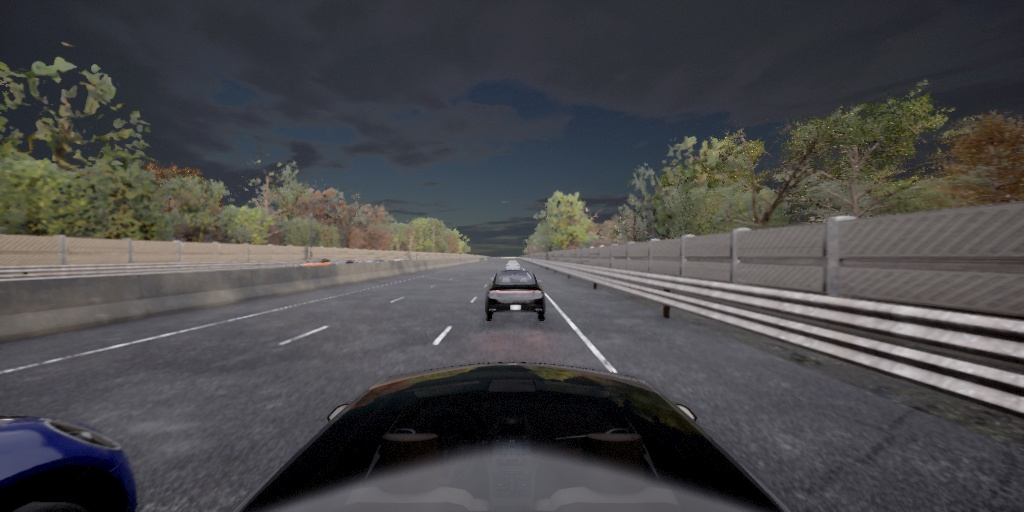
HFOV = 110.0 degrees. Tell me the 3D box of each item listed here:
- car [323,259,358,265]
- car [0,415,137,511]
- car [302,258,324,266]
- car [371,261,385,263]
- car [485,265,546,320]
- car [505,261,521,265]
[{"bbox_3d":[-21.015,1.237,44.798,1.882,1.535,5.008,0,0,0],"label":"car"},{"bbox_3d":[-3.401,1.101,0.317,2.097,1.767,4.553,0,0,0],"label":"car"},{"bbox_3d":[-24.512,1.111,45.279,2.097,1.767,4.553,0,0,0],"label":"car"},{"bbox_3d":[-17.497,1.307,46.576,2.033,1.411,5.357,0,0,0],"label":"car"},{"bbox_3d":[0.102,1.244,12.570,2.128,1.511,4.902,0,0,0],"label":"car"},{"bbox_3d":[0.104,1.284,44.380,1.812,1.442,4.674,0,0,0],"label":"car"}]
